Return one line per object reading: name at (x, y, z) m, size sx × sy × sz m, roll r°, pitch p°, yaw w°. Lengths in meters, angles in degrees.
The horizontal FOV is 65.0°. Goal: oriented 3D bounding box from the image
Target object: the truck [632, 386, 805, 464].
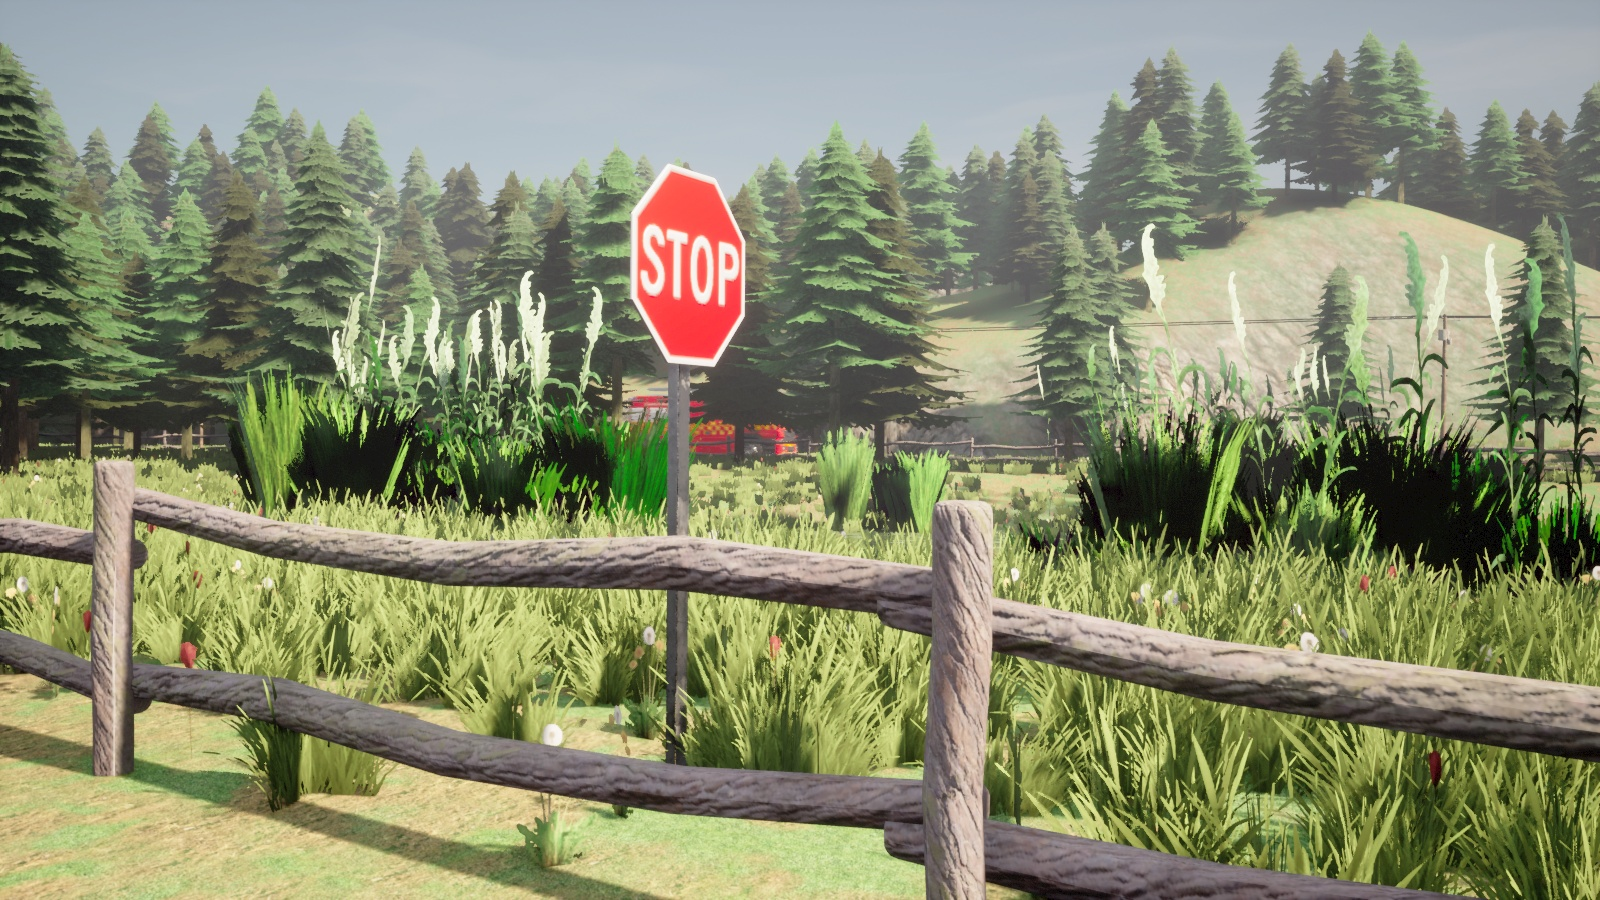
truck at (-4.211, -1.250, 65.163) m, size 8.468 × 3.827 × 2.891 m, roll 0°, pitch 1°, yaw 17°
